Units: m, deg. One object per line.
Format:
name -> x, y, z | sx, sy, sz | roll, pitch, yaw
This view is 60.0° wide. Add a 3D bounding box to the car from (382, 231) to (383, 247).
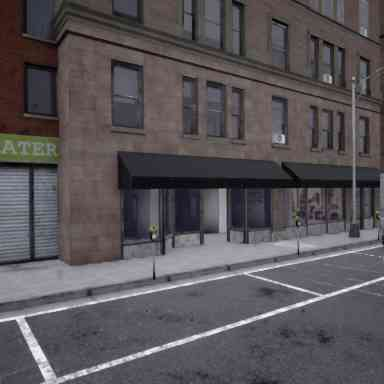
car -> 9.217, 1.540, 13.116 | 4.507, 1.381, 1.887 | 0, -1, -35
